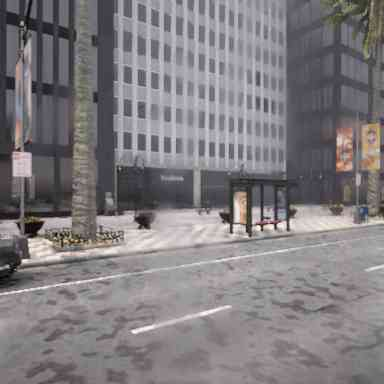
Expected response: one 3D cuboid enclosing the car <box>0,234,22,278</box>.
[{"bbox_3d":[-6.488,1.478,7.334,4.892,1.521,2.231,0,0,-35],"label":"car"}]
